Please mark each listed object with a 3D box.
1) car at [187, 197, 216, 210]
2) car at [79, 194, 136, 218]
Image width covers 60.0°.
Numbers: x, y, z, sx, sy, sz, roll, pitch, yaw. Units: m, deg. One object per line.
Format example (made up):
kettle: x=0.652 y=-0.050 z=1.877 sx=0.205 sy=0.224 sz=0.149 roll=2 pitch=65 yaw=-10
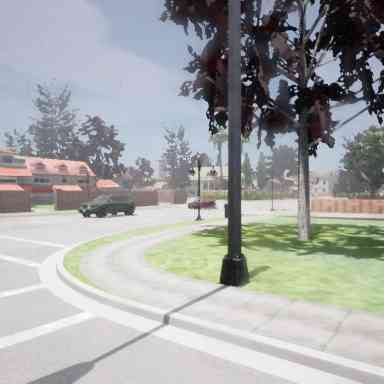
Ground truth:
car: x=1.331 y=1.477 z=43.276 sx=1.882 sy=1.535 sz=5.008 roll=0 pitch=0 yaw=35
car: x=-7.544 y=1.224 z=30.251 sx=2.150 sy=2.045 sz=5.566 roll=0 pitch=0 yaw=34
